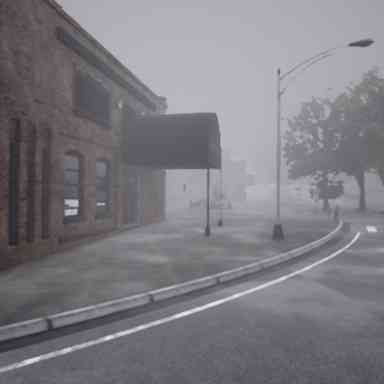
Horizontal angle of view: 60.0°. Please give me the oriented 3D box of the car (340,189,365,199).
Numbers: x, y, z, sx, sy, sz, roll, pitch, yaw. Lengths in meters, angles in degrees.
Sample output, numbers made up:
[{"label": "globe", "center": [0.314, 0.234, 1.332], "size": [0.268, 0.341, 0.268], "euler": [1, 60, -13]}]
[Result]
[{"label": "car", "center": [40.719, 0.814, 83.348], "size": [5.008, 1.535, 2.097], "euler": [0, 4, -7]}]

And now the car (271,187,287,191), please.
[{"label": "car", "center": [24.902, 0.268, 90.800], "size": [4.553, 1.767, 2.185], "euler": [-2, 4, -9]}]

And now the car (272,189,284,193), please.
[{"label": "car", "center": [24.344, 0.627, 87.927], "size": [4.792, 1.488, 2.163], "euler": [-2, 4, -9]}]

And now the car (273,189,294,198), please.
[{"label": "car", "center": [23.756, 0.844, 85.031], "size": [4.674, 1.452, 2.002], "euler": [-2, 4, -9]}]
